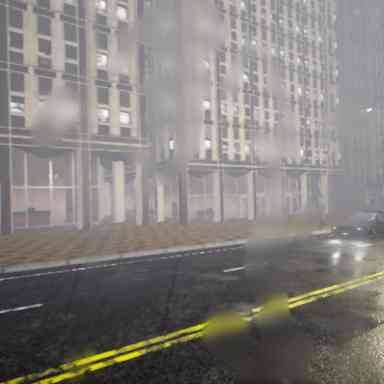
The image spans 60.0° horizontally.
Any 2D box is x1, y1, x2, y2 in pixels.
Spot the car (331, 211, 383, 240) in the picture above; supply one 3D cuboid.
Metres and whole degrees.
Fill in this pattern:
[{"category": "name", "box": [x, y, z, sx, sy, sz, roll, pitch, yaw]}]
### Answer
[{"category": "car", "box": [10.245, 1.823, 19.141, 5.357, 1.411, 2.033, 0, -2, -36]}]
